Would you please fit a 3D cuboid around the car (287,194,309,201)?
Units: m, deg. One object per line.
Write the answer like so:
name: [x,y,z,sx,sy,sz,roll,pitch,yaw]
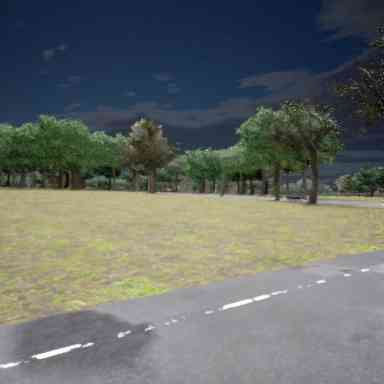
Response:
car: [22.539,1.159,70.818,1.837,1.490,4.892,0,2,-35]
